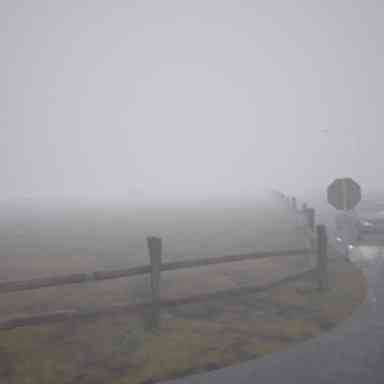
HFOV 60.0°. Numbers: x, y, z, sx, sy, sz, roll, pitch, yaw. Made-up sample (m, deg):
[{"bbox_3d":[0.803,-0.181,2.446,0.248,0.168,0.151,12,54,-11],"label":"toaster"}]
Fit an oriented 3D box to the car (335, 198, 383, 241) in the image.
[{"bbox_3d":[7.250,1.020,13.785,1.812,1.442,4.674,-3,1,10],"label":"car"}]
